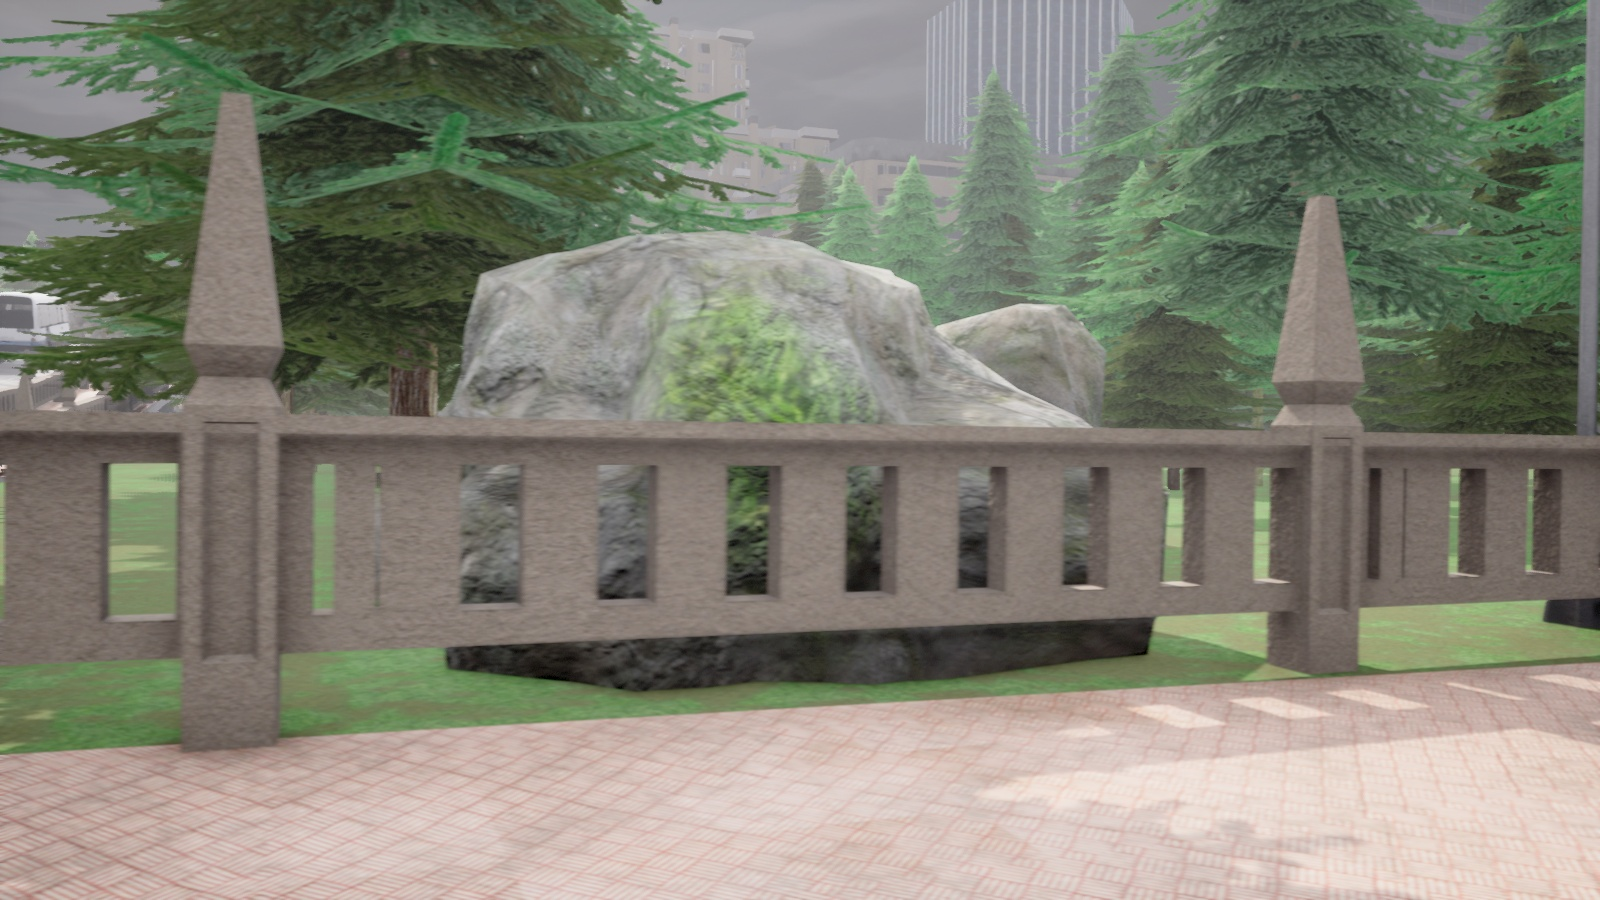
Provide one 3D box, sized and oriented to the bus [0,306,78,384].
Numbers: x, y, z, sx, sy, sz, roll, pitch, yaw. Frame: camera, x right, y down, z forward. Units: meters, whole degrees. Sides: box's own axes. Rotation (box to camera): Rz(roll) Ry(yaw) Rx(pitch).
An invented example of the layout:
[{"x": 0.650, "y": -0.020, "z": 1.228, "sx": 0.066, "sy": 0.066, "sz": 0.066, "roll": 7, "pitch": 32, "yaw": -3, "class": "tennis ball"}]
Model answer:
[{"x": -47.820, "y": -6.606, "z": 77.568, "sx": 3.944, "sy": 4.253, "sz": 10.273, "roll": -1, "pitch": 8, "yaw": -21, "class": "bus"}]
